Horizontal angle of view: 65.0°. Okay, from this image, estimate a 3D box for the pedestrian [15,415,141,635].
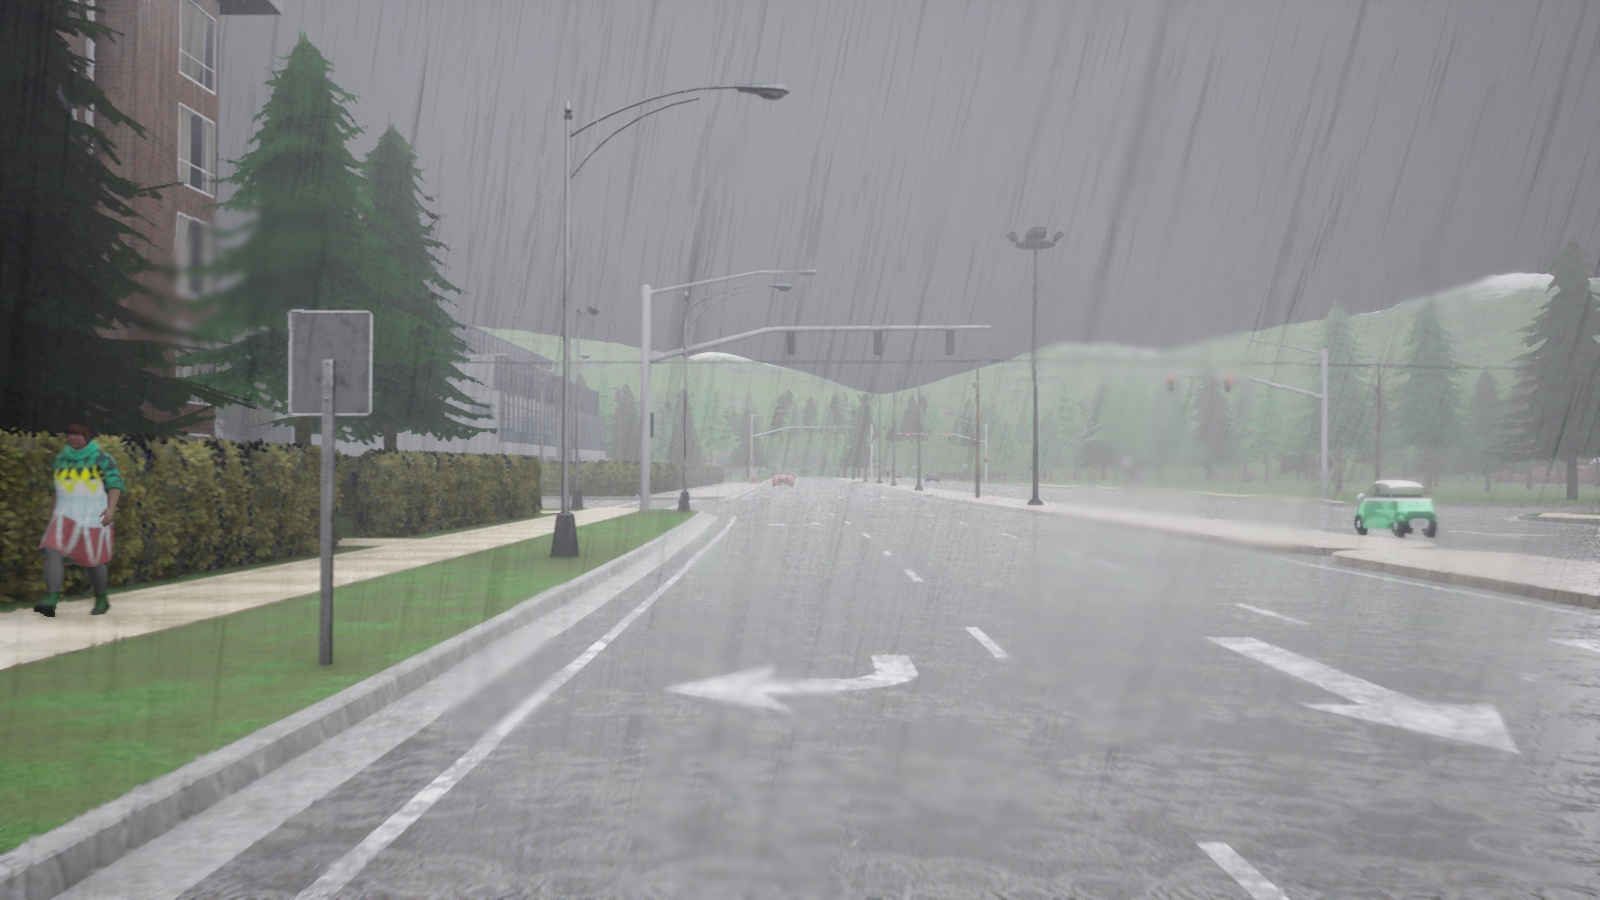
[{"bbox_3d":[-6.669,0.675,11.637,0.659,1.952,0.873,0,-1,0],"label":"pedestrian"}]

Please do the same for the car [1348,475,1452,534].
[{"bbox_3d":[14.868,1.332,31.216,1.481,1.376,2.207,0,0,-1],"label":"car"}]
